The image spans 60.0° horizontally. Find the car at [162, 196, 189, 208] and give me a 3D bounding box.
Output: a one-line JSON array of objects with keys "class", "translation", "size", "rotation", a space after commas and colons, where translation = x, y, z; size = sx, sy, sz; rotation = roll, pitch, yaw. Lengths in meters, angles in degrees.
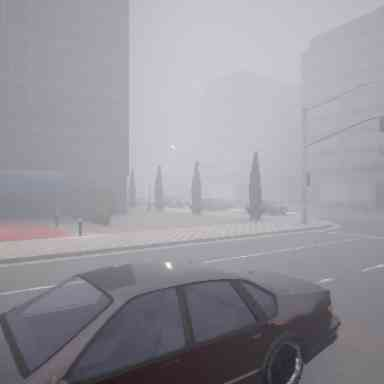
[{"class": "car", "translation": [-3.005, 1.352, 48.426], "size": [2.097, 1.767, 4.553], "rotation": [0, 0, -35]}]

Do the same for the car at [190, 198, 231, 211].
[{"class": "car", "translation": [2.166, 1.505, 41.004], "size": [1.837, 1.490, 4.892], "rotation": [0, 0, -35]}]

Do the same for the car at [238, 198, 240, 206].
[{"class": "car", "translation": [7.899, 1.564, 51.488], "size": [1.994, 1.385, 4.181], "rotation": [0, 0, -35]}]

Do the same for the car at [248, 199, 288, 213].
[{"class": "car", "translation": [8.561, 1.564, 37.958], "size": [1.994, 1.385, 4.181], "rotation": [0, 0, -35]}]

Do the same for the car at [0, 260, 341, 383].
[{"class": "car", "translation": [-0.578, 1.547, 3.579], "size": [5.357, 1.411, 2.033], "rotation": [0, 0, -35]}]

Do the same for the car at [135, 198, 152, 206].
[{"class": "car", "translation": [-8.576, 1.601, 56.463], "size": [1.895, 1.301, 4.718], "rotation": [0, 0, -34]}]

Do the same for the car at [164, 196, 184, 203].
[{"class": "car", "translation": [-3.773, 1.601, 68.208], "size": [1.895, 1.301, 4.718], "rotation": [0, 0, -35]}]

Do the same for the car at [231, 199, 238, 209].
[{"class": "car", "translation": [3.752, 1.564, 44.849], "size": [1.994, 1.385, 4.181], "rotation": [0, 0, -35]}]

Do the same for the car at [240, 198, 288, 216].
[{"class": "car", "translation": [7.415, 1.526, 33.484], "size": [1.812, 1.442, 4.674], "rotation": [0, 0, -38]}]
